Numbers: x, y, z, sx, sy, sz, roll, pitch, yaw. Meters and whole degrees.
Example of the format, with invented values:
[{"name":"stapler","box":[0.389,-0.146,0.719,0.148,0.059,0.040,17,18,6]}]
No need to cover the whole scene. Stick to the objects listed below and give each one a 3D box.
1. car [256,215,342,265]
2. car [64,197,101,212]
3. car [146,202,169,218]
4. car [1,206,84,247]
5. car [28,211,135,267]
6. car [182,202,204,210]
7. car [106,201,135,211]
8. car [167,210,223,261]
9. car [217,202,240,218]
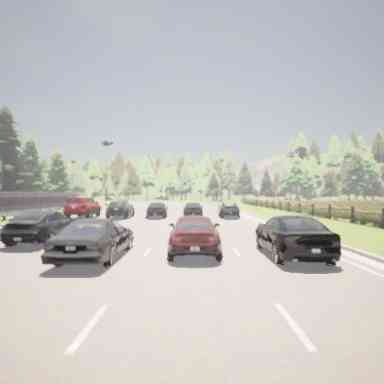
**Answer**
[{"name":"car","box":[3.604,1.573,12.110,1.882,1.535,5.008,0,0,0]},{"name":"car","box":[-10.395,1.473,31.870,2.150,2.045,5.566,0,0,0]},{"name":"car","box":[-3.394,1.766,33.039,1.837,1.490,4.892,0,0,0]},{"name":"car","box":[-6.897,1.629,15.579,1.837,1.490,4.892,0,0,0]},{"name":"car","box":[-3.398,1.641,11.798,2.033,1.411,5.357,0,0,0]},{"name":"car","box":[0.107,1.766,33.043,1.837,1.490,4.892,0,0,0]},{"name":"car","box":[-6.895,1.605,32.368,2.097,1.767,4.553,0,-1,0]},{"name":"car","box":[0.093,1.626,12.670,1.812,1.442,4.674,0,0,0]},{"name":"car","box":[3.606,1.752,33.081,2.128,1.511,4.902,0,0,0]}]
